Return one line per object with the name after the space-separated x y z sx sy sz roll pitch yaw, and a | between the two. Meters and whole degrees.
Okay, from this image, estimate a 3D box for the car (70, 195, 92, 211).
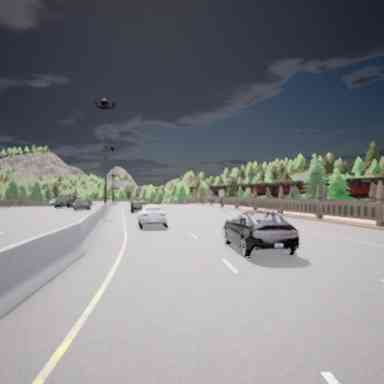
-14.895 1.580 45.306 2.097 1.767 4.553 0 0 -12 | car

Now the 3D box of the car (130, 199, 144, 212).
-6.525 1.649 40.522 2.128 1.511 4.902 0 0 -12 | car

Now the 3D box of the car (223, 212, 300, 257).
2.503 1.513 13.095 2.128 1.511 4.902 0 0 -7 | car

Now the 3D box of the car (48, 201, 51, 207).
-25.787 1.995 62.910 1.812 1.442 4.674 0 -2 -12 | car

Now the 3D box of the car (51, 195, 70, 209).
-19.873 1.503 51.835 2.150 2.045 5.566 0 0 -12 | car

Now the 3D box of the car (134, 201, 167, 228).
-2.823 1.608 23.106 1.812 1.442 4.674 0 0 -11 | car
